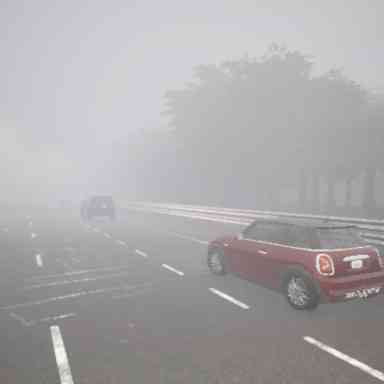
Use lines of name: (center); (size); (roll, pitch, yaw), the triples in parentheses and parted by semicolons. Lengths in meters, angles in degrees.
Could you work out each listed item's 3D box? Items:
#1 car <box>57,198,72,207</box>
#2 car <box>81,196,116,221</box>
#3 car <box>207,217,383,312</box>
car: (-20.509, 1.666, 53.421); (1.882, 1.535, 5.008); (0, -1, -25)
car: (-8.219, 1.335, 28.946); (2.150, 2.045, 5.566); (1, 0, -27)
car: (2.215, 1.416, 8.296); (2.097, 1.767, 4.553); (1, 0, -27)
